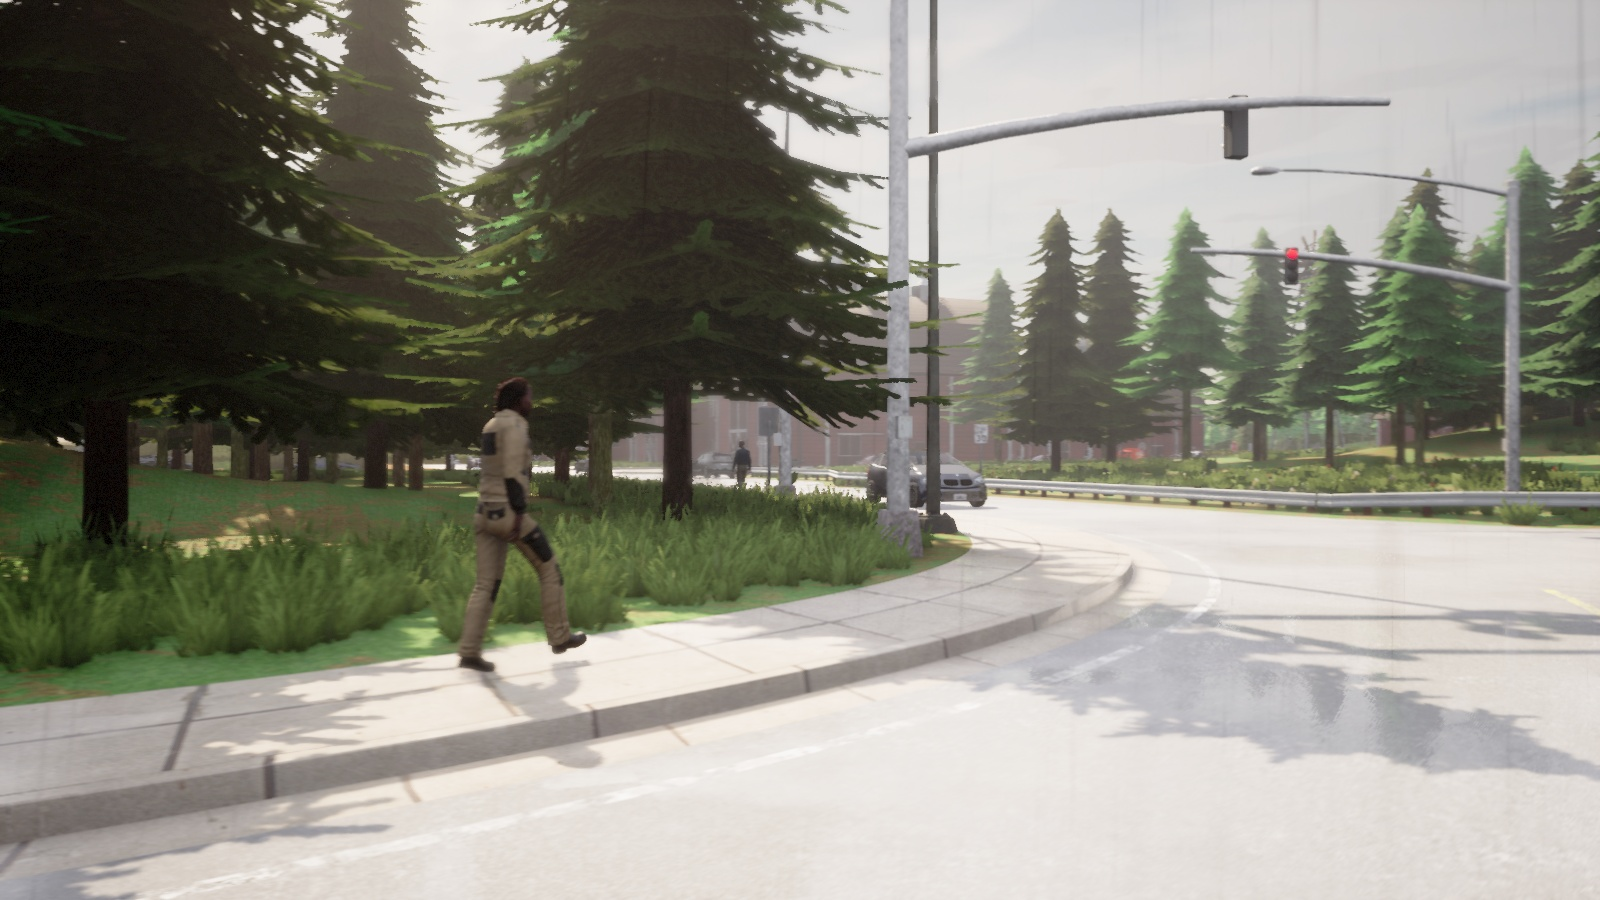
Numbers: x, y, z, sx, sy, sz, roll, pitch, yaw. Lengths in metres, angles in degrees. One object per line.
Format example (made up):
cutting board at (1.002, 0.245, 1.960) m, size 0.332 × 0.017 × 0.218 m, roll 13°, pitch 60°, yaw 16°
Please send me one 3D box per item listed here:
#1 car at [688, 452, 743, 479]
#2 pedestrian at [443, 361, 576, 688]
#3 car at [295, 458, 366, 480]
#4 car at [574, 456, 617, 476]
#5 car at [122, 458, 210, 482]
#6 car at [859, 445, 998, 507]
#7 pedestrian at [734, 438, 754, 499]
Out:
car at (-5.368, 0.978, 79.150) m, size 2.033 × 1.649 × 4.856 m, roll 0°, pitch 0°, yaw -22°
pedestrian at (-1.797, 0.441, 7.788) m, size 0.692 × 1.930 × 0.396 m, roll 0°, pitch 0°, yaw -44°
car at (-30.119, 1.217, 80.582) m, size 4.181 × 1.385 × 1.994 m, roll 0°, pitch 0°, yaw -21°
car at (-15.440, 1.184, 94.585) m, size 2.033 × 1.411 × 5.357 m, roll 0°, pitch 0°, yaw -22°
car at (-38.921, 1.193, 77.184) m, size 4.674 × 1.442 × 1.812 m, roll 0°, pitch 0°, yaw -21°
car at (3.661, 0.712, 36.665) m, size 2.242 × 1.667 × 4.611 m, roll 0°, pitch 0°, yaw -20°
pedestrian at (-1.707, 0.551, 38.325) m, size 0.370 × 1.835 × 0.726 m, roll 0°, pitch 0°, yaw -23°
